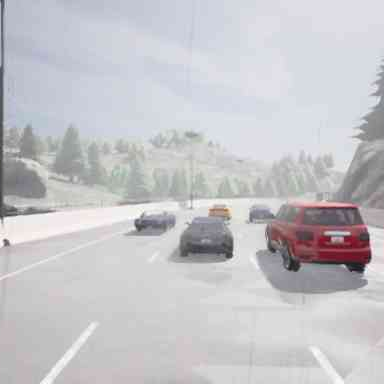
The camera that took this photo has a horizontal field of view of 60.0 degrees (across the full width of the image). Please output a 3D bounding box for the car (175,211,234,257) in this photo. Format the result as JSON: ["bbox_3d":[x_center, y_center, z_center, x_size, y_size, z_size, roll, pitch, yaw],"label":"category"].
[{"bbox_3d":[0.642,1.681,13.517,1.994,1.385,4.181,0,0,4],"label":"car"}]

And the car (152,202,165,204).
[{"bbox_3d":[-6.855,2.033,65.300,1.812,1.442,4.674,0,0,19],"label":"car"}]

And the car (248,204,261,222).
[{"bbox_3d":[5.966,1.800,29.137,1.812,1.442,4.674,0,0,9],"label":"car"}]

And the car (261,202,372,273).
[{"bbox_3d":[3.958,1.339,11.334,2.150,2.045,5.566,0,0,4],"label":"car"}]

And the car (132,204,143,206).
[{"bbox_3d":[-10.199,1.973,66.261,1.882,1.535,5.008,0,0,18],"label":"car"}]

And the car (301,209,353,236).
[{"bbox_3d":[8.391,1.822,21.154,1.895,1.301,4.718,0,0,7],"label":"car"}]

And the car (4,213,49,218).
[{"bbox_3d":[-12.384,1.750,25.672,1.895,1.301,4.718,0,0,8],"label":"car"}]

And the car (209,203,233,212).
[{"bbox_3d":[2.694,1.748,30.812,1.882,1.535,5.008,0,0,9],"label":"car"}]

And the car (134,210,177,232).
[{"bbox_3d":[-2.169,1.767,21.202,1.895,1.301,4.718,0,0,6],"label":"car"}]
